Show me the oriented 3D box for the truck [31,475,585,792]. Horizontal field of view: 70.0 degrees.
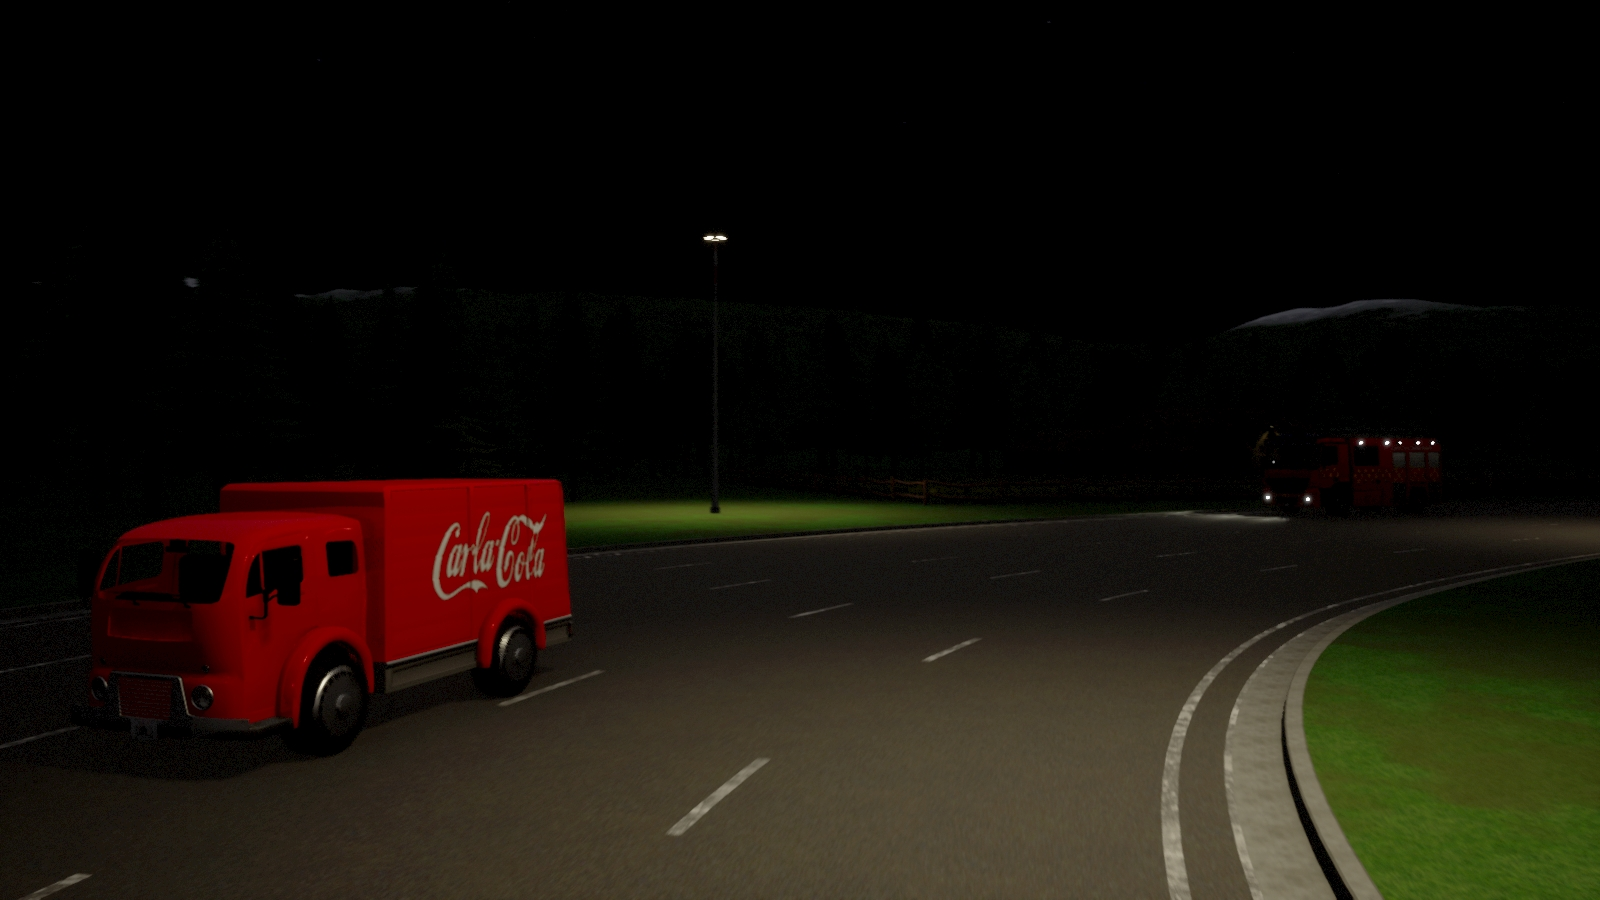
[{"bbox_3d":[-4.768,1.562,12.218,2.627,2.467,5.204,0,0,19],"label":"truck"}]
